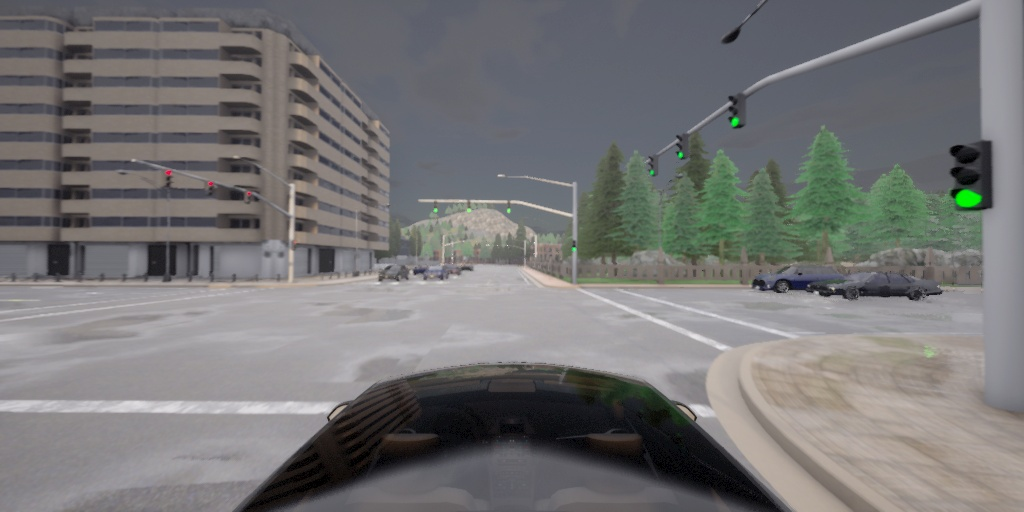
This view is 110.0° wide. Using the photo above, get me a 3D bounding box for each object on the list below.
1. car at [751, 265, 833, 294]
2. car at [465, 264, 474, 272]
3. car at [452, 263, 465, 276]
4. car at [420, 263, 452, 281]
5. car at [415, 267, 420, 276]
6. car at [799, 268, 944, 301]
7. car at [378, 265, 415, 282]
[{"bbox_3d":[17.124,1.338,21.610,4.553,1.767,2.097,0,-1,4],"label":"car"},{"bbox_3d":[-7.677,2.029,61.647,1.895,1.301,4.718,0,-1,0],"label":"car"},{"bbox_3d":[-7.569,1.801,45.503,1.994,1.385,4.181,0,0,-1],"label":"car"},{"bbox_3d":[-7.469,1.649,35.658,1.812,1.442,4.674,0,-1,-1],"label":"car"},{"bbox_3d":[-11.066,1.823,45.125,1.895,1.301,4.718,0,-1,-1],"label":"car"},{"bbox_3d":[18.258,1.498,18.210,5.357,1.411,2.033,0,-1,4],"label":"car"},{"bbox_3d":[-10.947,1.592,33.603,1.837,1.490,4.892,0,-1,-1],"label":"car"}]
